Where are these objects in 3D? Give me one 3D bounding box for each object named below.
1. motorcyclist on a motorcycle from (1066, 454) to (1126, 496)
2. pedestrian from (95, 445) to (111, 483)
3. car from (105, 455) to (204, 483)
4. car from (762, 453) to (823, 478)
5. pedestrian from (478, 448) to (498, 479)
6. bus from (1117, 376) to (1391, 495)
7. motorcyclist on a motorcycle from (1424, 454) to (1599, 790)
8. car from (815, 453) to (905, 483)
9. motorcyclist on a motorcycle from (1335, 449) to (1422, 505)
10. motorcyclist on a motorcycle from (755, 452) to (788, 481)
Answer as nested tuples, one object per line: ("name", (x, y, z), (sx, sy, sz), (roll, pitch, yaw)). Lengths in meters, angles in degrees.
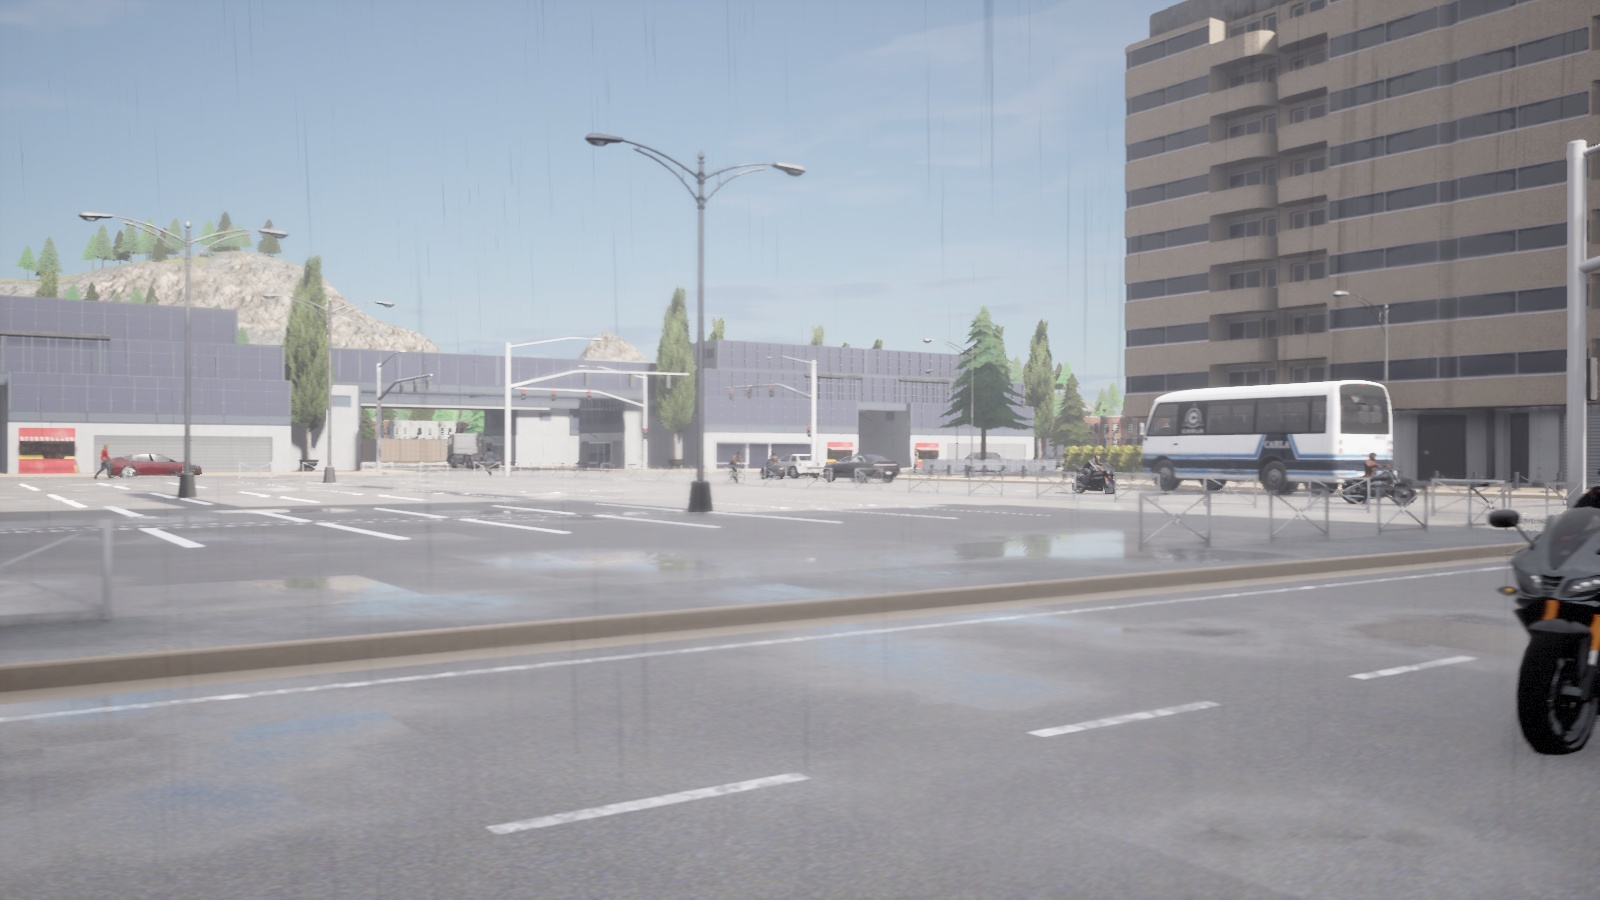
("motorcyclist on a motorcycle", (11.182, 0.928, 47.501), (0.866, 1.530, 2.191), (0, 0, -35))
("pedestrian", (-34.403, 0.684, 62.003), (0.636, 1.846, 0.331), (0, 0, -19))
("car", (-36.321, 1.050, 70.702), (4.792, 1.488, 2.163), (0, 0, -33))
("car", (-0.479, 0.955, 76.693), (1.970, 1.475, 3.806), (0, 0, -34))
("pedestrian", (-18.628, 0.800, 75.010), (0.874, 1.855, 0.900), (0, 0, -42))
("bus", (17.783, -0.490, 50.294), (3.944, 4.253, 10.273), (0, 0, -29))
("motorcyclist on a motorcycle", (4.328, 0.787, 6.671), (2.191, 1.530, 0.866), (0, 0, -35))
("car", (3.058, 0.910, 65.416), (2.128, 1.511, 4.902), (0, 0, -35))
("motorcyclist on a motorcycle", (17.590, 0.807, 38.227), (0.766, 1.649, 2.350), (0, 0, -35))
("motorcyclist on a motorcycle", (-1.651, 0.931, 72.232), (0.766, 1.649, 2.350), (0, 0, -35))
